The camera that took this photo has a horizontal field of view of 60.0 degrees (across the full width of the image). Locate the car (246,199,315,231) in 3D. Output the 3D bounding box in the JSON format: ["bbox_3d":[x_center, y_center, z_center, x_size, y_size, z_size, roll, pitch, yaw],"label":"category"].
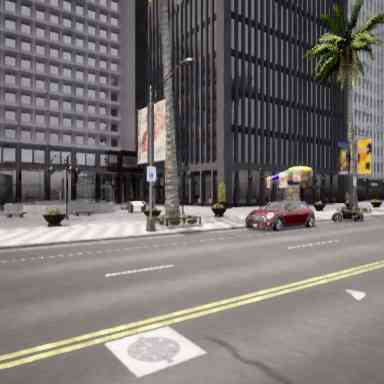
[{"bbox_3d":[5.374,1.299,20.131,4.553,1.767,2.185,0,0,-36],"label":"car"}]
